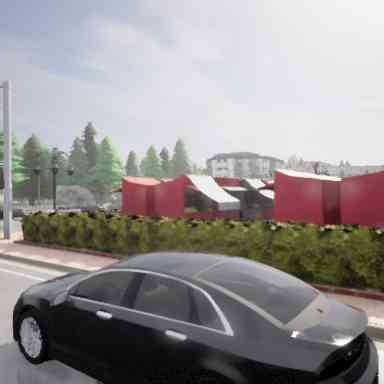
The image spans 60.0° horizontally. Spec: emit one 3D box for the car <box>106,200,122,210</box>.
[{"bbox_3d":[-8.209,1.757,40.062,2.097,1.767,4.553,-1,0,36],"label":"car"}]

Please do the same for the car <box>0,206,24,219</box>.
[{"bbox_3d":[-18.855,1.994,31.307,2.033,1.411,5.357,-1,-1,39],"label":"car"}]

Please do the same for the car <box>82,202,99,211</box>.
[{"bbox_3d":[-13.261,1.937,39.055,2.128,1.511,4.902,-1,0,36],"label":"car"}]

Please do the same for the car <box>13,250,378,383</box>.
[{"bbox_3d":[-0.411,1.539,4.287,4.892,1.490,1.837,0,0,35],"label":"car"}]

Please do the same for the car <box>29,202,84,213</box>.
[{"bbox_3d":[-13.512,2.006,32.743,1.895,1.301,4.718,-1,0,36],"label":"car"}]
